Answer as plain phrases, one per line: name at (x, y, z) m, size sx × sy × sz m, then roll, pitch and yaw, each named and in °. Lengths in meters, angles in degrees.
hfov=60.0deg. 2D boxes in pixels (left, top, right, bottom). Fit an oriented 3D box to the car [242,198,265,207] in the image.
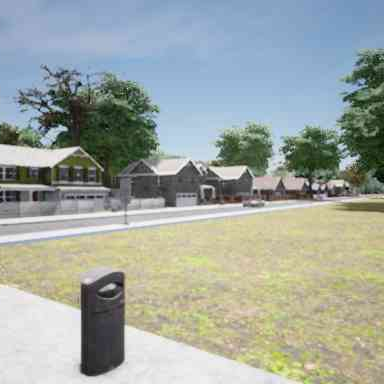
car at (9.329, 1.615, 50.199) m, size 1.895 × 1.301 × 4.718 m, roll 0°, pitch 0°, yaw 35°
